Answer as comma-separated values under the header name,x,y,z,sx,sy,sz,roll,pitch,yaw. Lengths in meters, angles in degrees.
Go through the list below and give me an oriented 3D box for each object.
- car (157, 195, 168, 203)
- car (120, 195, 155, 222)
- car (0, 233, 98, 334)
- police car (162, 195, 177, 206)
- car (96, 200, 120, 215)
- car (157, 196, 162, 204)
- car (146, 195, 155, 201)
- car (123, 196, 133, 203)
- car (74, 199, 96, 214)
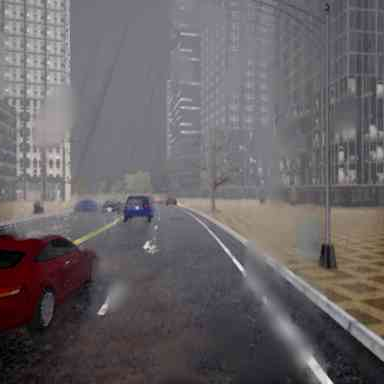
name,x,y,z,sx,sy,sz,roll,pitch,yaw
car,-6.539,1.551,73.394,2.097,1.767,4.553,0,0,-12
car,-4.300,1.294,27.498,2.150,2.045,5.566,0,0,-4
car,-3.288,1.546,6.696,1.812,1.442,4.674,0,0,-1
police car,-3.666,1.576,57.539,1.930,1.638,5.238,0,0,-9
car,-8.503,1.591,35.731,2.128,1.511,4.902,0,0,-6
car,-5.373,1.532,67.412,2.097,1.767,4.553,0,0,-11
car,-11.265,1.629,90.125,1.812,1.442,4.674,0,0,-15
car,-14.893,1.609,76.799,2.128,1.511,4.902,0,0,-12
car,-11.995,1.586,37.937,1.882,1.535,5.008,0,0,-6
